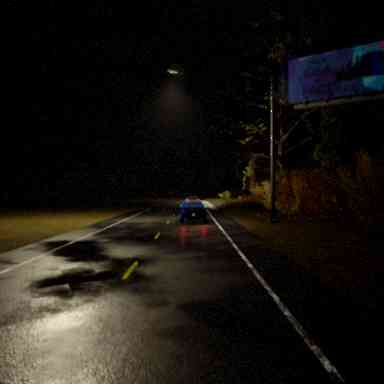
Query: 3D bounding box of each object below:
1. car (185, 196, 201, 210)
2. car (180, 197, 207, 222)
[{"bbox_3d":[0.110,1.357,42.658,1.882,1.535,5.008,0,0,0],"label":"car"},{"bbox_3d":[0.106,1.405,25.551,1.882,1.535,5.008,0,0,0],"label":"car"}]
